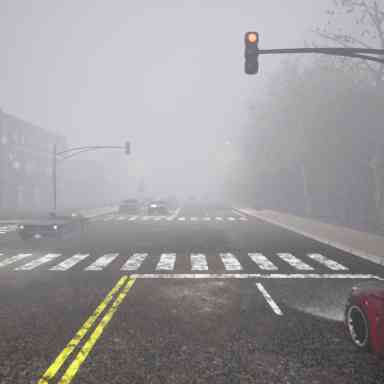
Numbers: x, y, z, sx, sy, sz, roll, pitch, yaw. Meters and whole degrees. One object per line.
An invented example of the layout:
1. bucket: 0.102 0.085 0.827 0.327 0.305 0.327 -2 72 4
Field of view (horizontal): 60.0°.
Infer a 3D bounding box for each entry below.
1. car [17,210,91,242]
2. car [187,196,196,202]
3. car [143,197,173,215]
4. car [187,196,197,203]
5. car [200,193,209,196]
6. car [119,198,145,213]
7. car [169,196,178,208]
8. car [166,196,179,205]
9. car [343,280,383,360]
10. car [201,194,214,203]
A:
1. car: -6.630 1.597 16.504 1.895 1.301 4.718 0 0 0
2. car: -0.140 1.564 77.243 1.895 1.301 4.718 0 0 0
3. car: -3.414 1.537 34.425 2.033 1.411 5.357 0 0 0
4. car: -0.021 1.452 66.960 1.882 1.535 5.008 0 0 0
5. car: 3.113 1.194 76.267 2.150 2.045 5.566 0 0 0
6. car: -6.668 1.466 36.334 1.882 1.535 5.008 0 0 0
7. car: -3.427 1.474 44.035 2.128 1.511 4.902 0 0 0
8. car: -3.436 1.456 59.557 1.882 1.535 5.008 0 0 0
9. car: 3.346 1.563 3.502 1.994 1.385 4.181 0 0 0
10. car: 3.226 1.576 66.084 1.895 1.301 4.718 0 0 0
